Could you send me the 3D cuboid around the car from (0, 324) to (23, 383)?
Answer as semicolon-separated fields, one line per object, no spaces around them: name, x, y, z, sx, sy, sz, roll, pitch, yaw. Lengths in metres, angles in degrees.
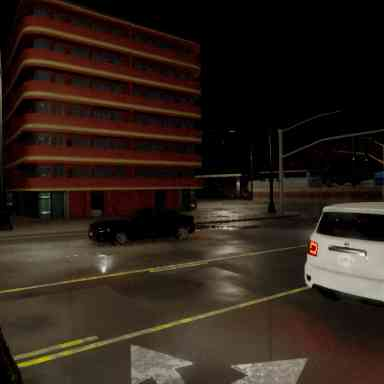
car;-3.667;1.222;1.136;5.566;2.045;2.150;0;0;-35

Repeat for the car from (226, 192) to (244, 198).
car;11.384;0.817;85.098;3.806;1.475;1.970;-1;1;-35

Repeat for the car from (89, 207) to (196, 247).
car;-2.161;1.476;15.317;5.008;1.535;1.882;0;0;-35

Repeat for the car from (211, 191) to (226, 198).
car;7.417;0.671;89.324;4.611;1.667;2.242;-1;1;-35

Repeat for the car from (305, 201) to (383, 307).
car;4.775;1.217;7.134;5.566;2.045;2.150;0;0;-35

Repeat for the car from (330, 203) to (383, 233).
car;10.815;1.489;20.136;5.357;1.411;2.033;0;0;-35
